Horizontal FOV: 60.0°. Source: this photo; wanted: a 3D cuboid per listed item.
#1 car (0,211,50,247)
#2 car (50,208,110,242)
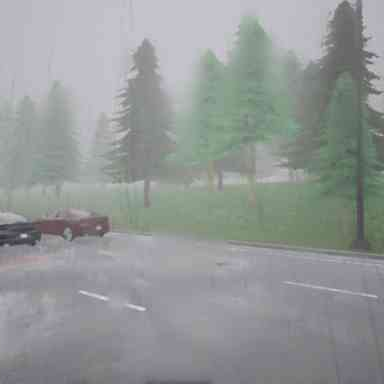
[{"bbox_3d":[-8.446,1.552,14.269,5.008,1.535,1.882,0,0,37],"label":"car"},{"bbox_3d":[-6.366,1.551,17.084,5.008,1.535,1.882,0,0,37],"label":"car"}]
